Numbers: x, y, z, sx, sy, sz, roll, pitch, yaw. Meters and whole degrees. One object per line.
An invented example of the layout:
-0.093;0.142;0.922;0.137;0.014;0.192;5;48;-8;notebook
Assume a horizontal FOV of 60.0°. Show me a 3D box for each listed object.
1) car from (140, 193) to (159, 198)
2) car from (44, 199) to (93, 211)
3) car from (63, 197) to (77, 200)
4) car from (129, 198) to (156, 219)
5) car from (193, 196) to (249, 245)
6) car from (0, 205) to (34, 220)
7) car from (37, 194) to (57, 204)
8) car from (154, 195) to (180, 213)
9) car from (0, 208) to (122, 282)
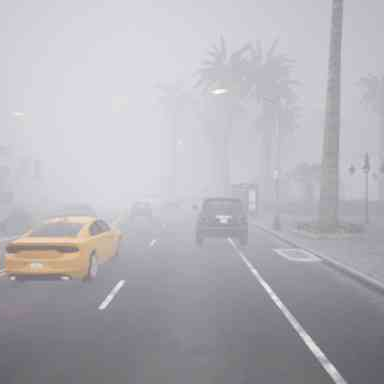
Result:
-6.042;1.174;47.108;2.150;2.045;5.566;0;0;-23;car
-7.395;1.456;21.074;1.882;1.535;5.008;0;0;-5;car
-21.308;1.541;59.241;1.895;1.301;4.718;0;0;-37;car
-4.443;1.518;28.786;2.033;1.411;5.357;0;0;-9;car
1.239;1.205;15.555;2.150;2.045;5.566;0;0;0;car
-10.800;1.506;19.293;1.812;1.442;4.674;0;0;-3;car
-25.044;1.489;58.411;2.033;1.411;5.357;0;0;-40;car
-2.643;1.440;37.172;1.882;1.535;5.008;0;0;-15;car
-3.399;1.468;9.777;1.882;1.535;5.008;0;0;0;car
